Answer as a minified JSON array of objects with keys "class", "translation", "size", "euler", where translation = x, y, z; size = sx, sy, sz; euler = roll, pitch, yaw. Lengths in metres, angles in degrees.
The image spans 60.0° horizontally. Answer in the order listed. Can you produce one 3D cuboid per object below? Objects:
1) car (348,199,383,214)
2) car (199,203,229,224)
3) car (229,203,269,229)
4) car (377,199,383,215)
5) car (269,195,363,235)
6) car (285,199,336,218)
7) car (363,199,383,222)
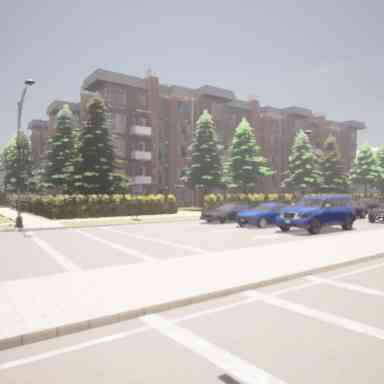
[{"class":"car","translation":[19.410,1.512,36.746],"size":[4.892,1.490,1.837],"euler":[0,0,-36]},{"class":"car","translation":[3.122,1.551,24.856],"size":[5.357,1.411,2.033],"euler":[0,0,-36]},{"class":"car","translation":[5.101,1.481,21.966],"size":[5.008,1.535,1.882],"euler":[0,0,-36]},{"class":"car","translation":[20.812,1.485,33.450],"size":[5.008,1.535,1.882],"euler":[0,0,-36]},{"class":"car","translation":[7.280,1.225,19.226],"size":[5.566,2.045,2.150],"euler":[0,0,-36]},{"class":"car","translation":[10.968,1.483,30.615],"size":[5.008,1.535,1.882],"euler":[0,0,-36]},{"class":"car","translation":[15.083,1.510,24.955],"size":[4.892,1.490,1.837],"euler":[0,0,-36]}]
